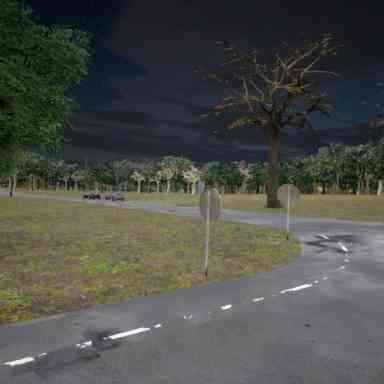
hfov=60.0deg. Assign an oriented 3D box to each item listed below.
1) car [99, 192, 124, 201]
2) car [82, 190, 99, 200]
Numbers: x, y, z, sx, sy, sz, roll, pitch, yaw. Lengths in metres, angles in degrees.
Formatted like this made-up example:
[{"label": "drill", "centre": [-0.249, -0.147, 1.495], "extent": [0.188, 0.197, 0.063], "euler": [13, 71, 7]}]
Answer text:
[{"label": "car", "centre": [-12.168, 0.674, 51.725], "extent": [2.128, 1.511, 4.902], "euler": [2, -1, -35]}, {"label": "car", "centre": [-18.146, 0.484, 60.052], "extent": [2.097, 1.767, 4.553], "euler": [2, -1, -36]}]
